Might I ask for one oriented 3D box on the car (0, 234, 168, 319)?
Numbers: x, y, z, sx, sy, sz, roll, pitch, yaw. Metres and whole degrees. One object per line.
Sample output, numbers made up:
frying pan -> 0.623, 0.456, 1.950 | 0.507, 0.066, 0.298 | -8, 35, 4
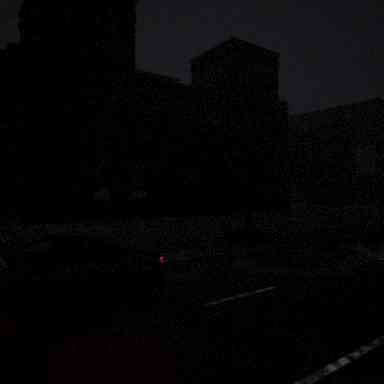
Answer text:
car -> -2.568, 1.564, 6.431 | 4.181, 1.385, 1.994 | 0, 0, -36

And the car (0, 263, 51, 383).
car -> -3.669, 1.604, 2.189 | 4.718, 1.301, 1.895 | 0, 0, -36
